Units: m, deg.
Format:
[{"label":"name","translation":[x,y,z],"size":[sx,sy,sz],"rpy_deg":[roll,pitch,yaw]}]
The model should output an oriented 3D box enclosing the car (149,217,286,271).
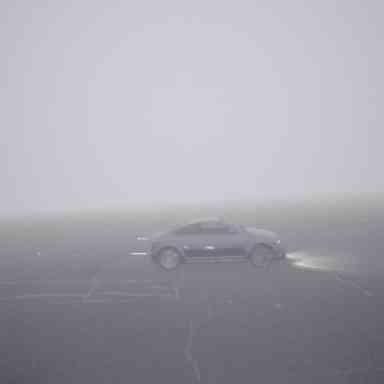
[{"label":"car","translation":[0.743,1.516,10.455],"size":[4.181,1.385,1.994],"rpy_deg":[-2,1,0]}]
